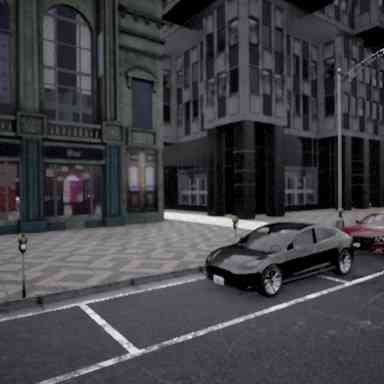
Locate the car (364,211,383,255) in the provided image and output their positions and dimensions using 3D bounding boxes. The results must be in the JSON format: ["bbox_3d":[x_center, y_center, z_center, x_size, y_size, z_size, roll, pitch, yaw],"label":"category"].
[{"bbox_3d":[6.915,1.348,11.599,4.507,1.381,1.887,-1,1,-36],"label":"car"}]

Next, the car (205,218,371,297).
[{"bbox_3d":[2.332,1.460,8.321,4.313,1.339,1.947,-1,1,-36],"label":"car"}]
